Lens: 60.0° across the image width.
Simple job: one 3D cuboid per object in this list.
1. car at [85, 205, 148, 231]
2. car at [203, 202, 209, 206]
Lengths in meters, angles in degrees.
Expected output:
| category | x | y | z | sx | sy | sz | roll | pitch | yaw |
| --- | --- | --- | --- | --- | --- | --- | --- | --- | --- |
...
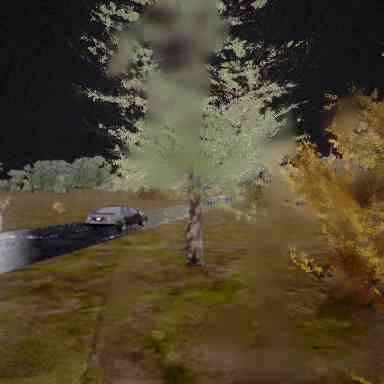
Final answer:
| category | x | y | z | sx | sy | sz | roll | pitch | yaw |
| --- | --- | --- | --- | --- | --- | --- | --- | --- | --- |
| car | -4.462 | 1.507 | 20.459 | 2.033 | 1.411 | 5.357 | 0 | 0 | 14 |
| car | 3.704 | 1.373 | 53.137 | 2.128 | 1.511 | 4.902 | 0 | 0 | 15 |
